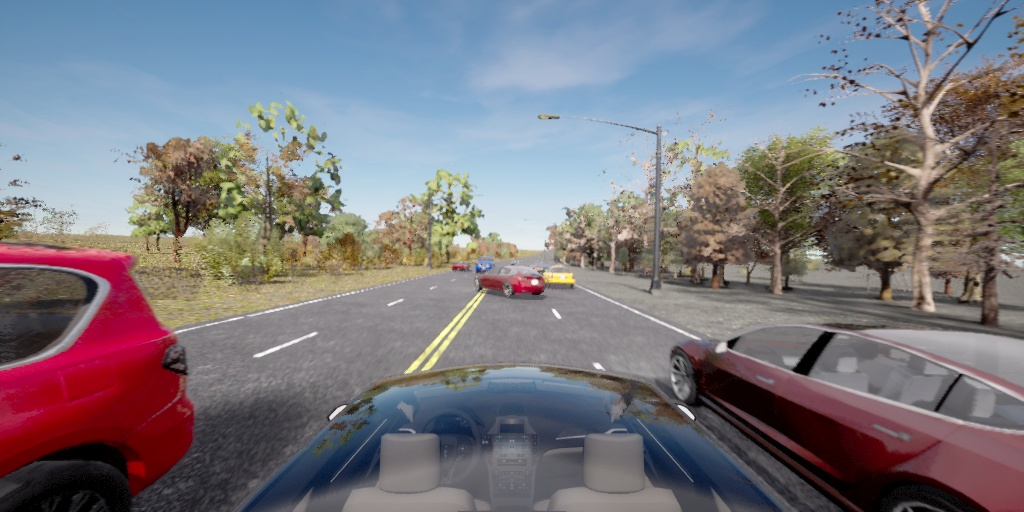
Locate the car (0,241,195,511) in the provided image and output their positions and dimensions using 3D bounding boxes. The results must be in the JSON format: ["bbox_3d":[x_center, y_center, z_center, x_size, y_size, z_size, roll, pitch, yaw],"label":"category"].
[{"bbox_3d":[-3.334,0.902,0.210,2.150,2.045,5.566,1,0,0],"label":"car"}]

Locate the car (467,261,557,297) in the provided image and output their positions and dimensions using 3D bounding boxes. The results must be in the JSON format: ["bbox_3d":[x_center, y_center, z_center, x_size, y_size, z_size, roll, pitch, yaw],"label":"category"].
[{"bbox_3d":[-0.201,1.241,18.981,2.163,1.488,4.792,2,0,-34],"label":"car"}]

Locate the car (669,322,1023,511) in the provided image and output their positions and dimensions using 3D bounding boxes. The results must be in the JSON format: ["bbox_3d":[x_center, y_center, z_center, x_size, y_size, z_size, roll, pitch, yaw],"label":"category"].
[{"bbox_3d":[3.271,1.325,3.332,2.163,1.488,4.792,2,0,0],"label":"car"}]

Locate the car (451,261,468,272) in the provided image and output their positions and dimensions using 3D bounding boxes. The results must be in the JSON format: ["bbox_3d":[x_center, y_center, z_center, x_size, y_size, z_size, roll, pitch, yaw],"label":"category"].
[{"bbox_3d":[-6.410,1.356,45.403,1.895,1.301,4.718,1,0,1],"label":"car"}]

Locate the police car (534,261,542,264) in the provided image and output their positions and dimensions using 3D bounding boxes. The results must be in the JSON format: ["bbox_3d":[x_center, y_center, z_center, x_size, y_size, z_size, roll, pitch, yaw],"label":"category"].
[{"bbox_3d":[3.310,1.453,36.264,2.038,1.542,4.974,1,-1,0],"label":"police car"}]

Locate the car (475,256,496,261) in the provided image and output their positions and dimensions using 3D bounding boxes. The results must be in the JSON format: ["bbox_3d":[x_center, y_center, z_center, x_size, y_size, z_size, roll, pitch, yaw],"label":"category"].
[{"bbox_3d":[-3.168,1.055,43.652,2.150,2.045,5.566,1,0,1],"label":"car"}]

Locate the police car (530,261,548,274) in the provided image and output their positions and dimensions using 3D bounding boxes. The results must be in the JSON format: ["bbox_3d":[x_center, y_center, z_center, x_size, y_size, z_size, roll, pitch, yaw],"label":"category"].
[{"bbox_3d":[3.433,1.484,47.231,2.038,1.542,4.974,1,-1,1],"label":"police car"}]

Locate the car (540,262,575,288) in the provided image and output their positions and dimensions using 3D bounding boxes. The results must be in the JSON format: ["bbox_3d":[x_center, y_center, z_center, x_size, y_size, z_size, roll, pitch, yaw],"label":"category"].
[{"bbox_3d":[3.265,1.371,25.488,1.801,1.575,5.366,2,-1,0],"label":"car"}]
